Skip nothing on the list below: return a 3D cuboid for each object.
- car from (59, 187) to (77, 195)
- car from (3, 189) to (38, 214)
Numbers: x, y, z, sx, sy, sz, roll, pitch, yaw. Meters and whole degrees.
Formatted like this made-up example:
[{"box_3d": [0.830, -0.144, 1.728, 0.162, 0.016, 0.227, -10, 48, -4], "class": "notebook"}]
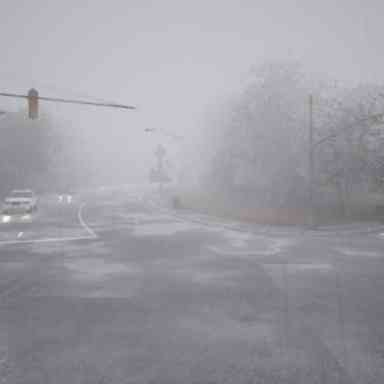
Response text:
[{"box_3d": [-20.761, -0.232, 55.737, 1.895, 1.301, 4.718, 0, 3, -5], "class": "car"}, {"box_3d": [-15.916, 0.829, 31.137, 2.150, 2.045, 5.566, 0, 3, -17], "class": "car"}]
